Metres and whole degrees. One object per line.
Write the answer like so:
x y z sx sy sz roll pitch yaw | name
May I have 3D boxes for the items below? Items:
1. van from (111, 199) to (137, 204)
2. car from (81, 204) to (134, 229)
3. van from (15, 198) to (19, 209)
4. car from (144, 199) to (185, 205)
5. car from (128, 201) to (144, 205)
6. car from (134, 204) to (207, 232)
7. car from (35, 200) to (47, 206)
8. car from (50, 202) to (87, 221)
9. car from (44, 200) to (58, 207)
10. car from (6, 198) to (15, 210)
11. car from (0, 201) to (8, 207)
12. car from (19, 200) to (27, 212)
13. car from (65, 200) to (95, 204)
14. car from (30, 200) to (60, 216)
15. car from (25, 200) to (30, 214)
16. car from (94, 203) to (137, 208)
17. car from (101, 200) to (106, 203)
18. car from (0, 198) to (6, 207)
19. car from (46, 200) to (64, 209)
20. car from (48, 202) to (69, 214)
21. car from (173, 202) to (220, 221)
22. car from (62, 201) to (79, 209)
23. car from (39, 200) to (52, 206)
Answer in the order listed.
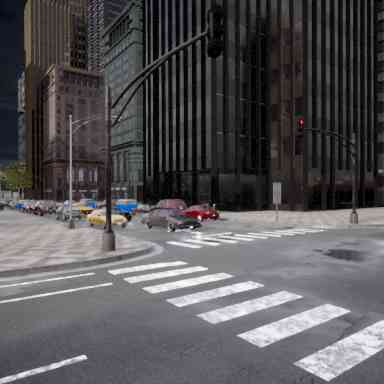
-8.299 1.832 41.906 1.690 1.788 3.998 -1 0 -35 | van
-6.297 1.843 24.390 1.752 1.417 4.829 -1 0 -35 | car
-26.260 2.122 52.371 1.690 1.788 3.998 -1 0 -35 | van
-2.401 1.668 33.616 2.192 1.841 5.009 -1 0 -35 | car
-5.344 2.004 37.761 1.802 1.307 4.206 -1 0 -35 | car
-1.584 1.794 22.384 2.033 1.411 5.357 0 -1 -36 | car
-37.889 2.709 83.361 2.008 1.369 4.403 -1 0 -35 | car
-12.069 2.004 32.483 2.008 1.369 4.403 -1 0 -35 | car
-31.846 2.594 74.890 1.947 1.339 4.313 -1 0 -35 | car
-32.036 2.353 60.471 1.967 1.590 4.097 -1 0 -35 | car
-44.524 2.770 77.983 1.802 1.307 4.206 -1 0 -35 | car
-23.420 2.156 48.393 1.967 1.590 4.097 -1 0 -35 | car
-12.821 1.988 38.155 1.882 1.535 5.008 0 -1 -35 | car
-17.749 1.900 40.438 2.192 1.841 5.009 -1 0 -35 | car
-20.581 2.195 44.416 1.887 1.381 4.507 -1 0 -35 | car
-7.153 1.978 30.191 1.895 1.301 4.718 0 -1 -36 | car
-11.249 1.874 46.051 2.192 1.841 5.009 -1 0 -35 | car
-41.403 2.666 73.606 1.887 1.381 4.507 -1 0 -35 | car
-25.046 2.315 60.777 1.882 1.535 5.008 0 -1 -35 | car
-18.673 2.172 46.420 1.812 1.442 4.674 0 -1 -35 | car
0.554 1.828 29.471 1.887 1.381 4.507 -1 0 -35 | car
-22.784 2.406 62.185 1.802 1.307 4.206 -1 0 -35 | car
-34.868 2.659 79.126 1.947 1.339 4.313 -1 0 -35 | car
